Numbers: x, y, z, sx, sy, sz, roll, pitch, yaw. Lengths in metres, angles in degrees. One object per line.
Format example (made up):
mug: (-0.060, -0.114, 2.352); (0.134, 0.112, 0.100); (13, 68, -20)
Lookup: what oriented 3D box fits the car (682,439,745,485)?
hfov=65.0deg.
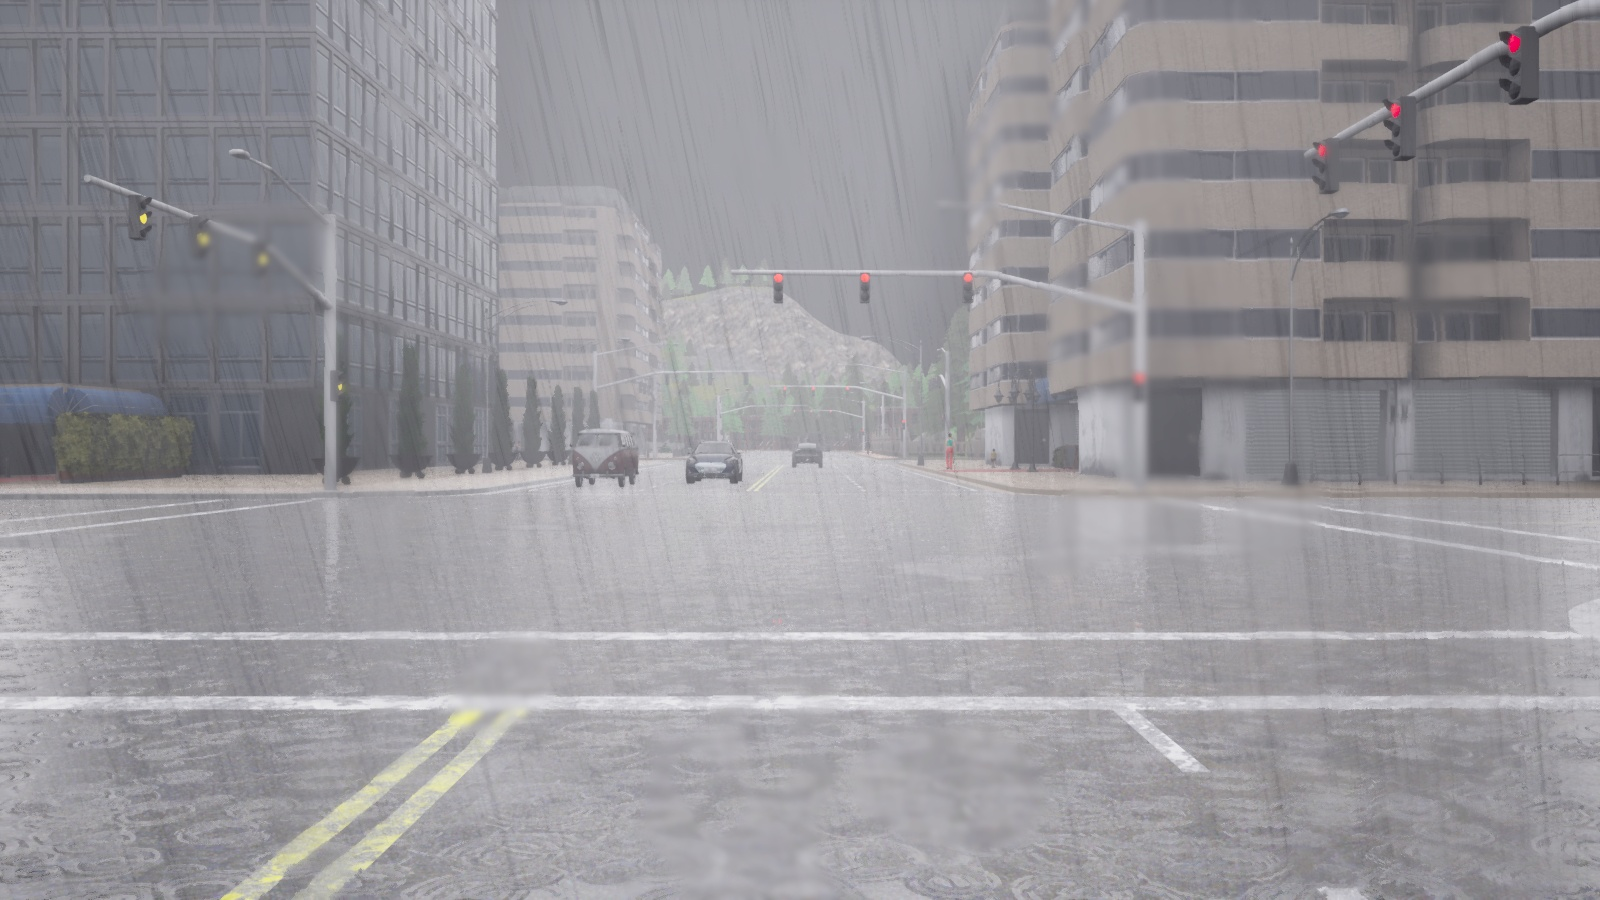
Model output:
car: (-3.212, 0.405, 47.640); (2.033, 1.649, 4.856); (0, 0, 0)

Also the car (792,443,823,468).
car: (0.453, 0.319, 76.675); (1.837, 1.490, 4.892); (0, 0, 0)

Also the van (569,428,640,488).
van: (-6.735, 0.247, 43.655); (1.775, 1.987, 4.442); (0, 0, 0)

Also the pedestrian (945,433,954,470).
pedestrian: (7.442, 0.050, 62.525); (0.345, 1.836, 0.594); (0, 0, -5)
